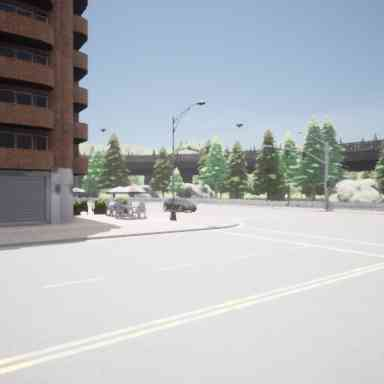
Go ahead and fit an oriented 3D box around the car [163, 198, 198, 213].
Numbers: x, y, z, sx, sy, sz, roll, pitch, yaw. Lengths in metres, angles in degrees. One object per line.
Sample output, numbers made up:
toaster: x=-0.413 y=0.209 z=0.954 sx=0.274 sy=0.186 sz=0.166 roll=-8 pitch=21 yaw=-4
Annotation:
car: x=-1.344 y=1.440 z=36.127 sx=1.837 sy=1.490 sz=4.892 roll=0 pitch=0 yaw=-36
